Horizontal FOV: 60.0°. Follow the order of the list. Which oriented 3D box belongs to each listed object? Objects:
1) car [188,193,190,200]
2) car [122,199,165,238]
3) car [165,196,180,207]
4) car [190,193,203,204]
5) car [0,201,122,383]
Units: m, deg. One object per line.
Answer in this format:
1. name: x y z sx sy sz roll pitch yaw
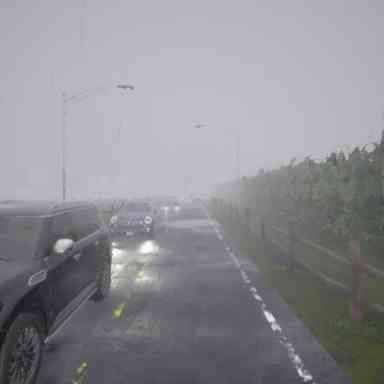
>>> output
1. car: 0.028 0.983 77.269 1.837 1.490 4.892 0 0 0
2. car: -2.789 1.274 17.234 2.097 1.767 4.553 0 0 1
3. car: -2.803 1.299 47.344 1.837 1.490 4.892 0 0 0
4. car: 0.984 1.271 58.757 1.812 1.442 4.674 0 0 0
5. car: -2.841 1.199 5.325 2.150 2.045 5.566 0 0 0
